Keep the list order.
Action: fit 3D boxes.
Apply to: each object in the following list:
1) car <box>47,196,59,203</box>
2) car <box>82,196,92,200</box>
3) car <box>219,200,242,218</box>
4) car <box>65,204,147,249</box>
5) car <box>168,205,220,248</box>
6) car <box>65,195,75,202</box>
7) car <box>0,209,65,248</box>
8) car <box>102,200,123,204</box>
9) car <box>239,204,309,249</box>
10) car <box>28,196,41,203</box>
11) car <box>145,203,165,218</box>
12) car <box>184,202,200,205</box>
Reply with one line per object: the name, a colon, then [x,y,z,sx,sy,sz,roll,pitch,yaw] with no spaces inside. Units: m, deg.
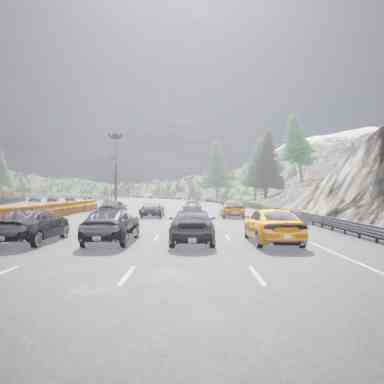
car: [-29.492,1.580,70.380,1.895,1.301,4.718,0,0,-15]
car: [-22.767,1.568,72.321,1.895,1.301,4.718,0,0,-15]
car: [3.525,1.485,29.630,1.882,1.535,5.008,0,0,0]
car: [-3.494,1.495,14.639,2.128,1.511,4.902,0,0,0]
car: [0.006,1.516,14.635,1.837,1.490,4.892,0,0,0]
car: [-26.137,1.457,71.379,1.882,1.535,5.008,0,0,-15]
car: [-6.994,1.495,14.643,2.128,1.511,4.902,0,0,0]
car: [-6.975,1.516,29.643,1.837,1.490,4.892,0,0,0]
car: [3.506,1.485,14.630,1.882,1.535,5.008,0,0,0]
car: [-32.854,1.586,69.409,1.895,1.301,4.718,0,0,-15]
car: [-3.475,1.616,29.669,1.895,1.301,4.718,0,0,0]
car: [0.025,1.563,29.635,2.033,1.411,5.357,0,0,0]
